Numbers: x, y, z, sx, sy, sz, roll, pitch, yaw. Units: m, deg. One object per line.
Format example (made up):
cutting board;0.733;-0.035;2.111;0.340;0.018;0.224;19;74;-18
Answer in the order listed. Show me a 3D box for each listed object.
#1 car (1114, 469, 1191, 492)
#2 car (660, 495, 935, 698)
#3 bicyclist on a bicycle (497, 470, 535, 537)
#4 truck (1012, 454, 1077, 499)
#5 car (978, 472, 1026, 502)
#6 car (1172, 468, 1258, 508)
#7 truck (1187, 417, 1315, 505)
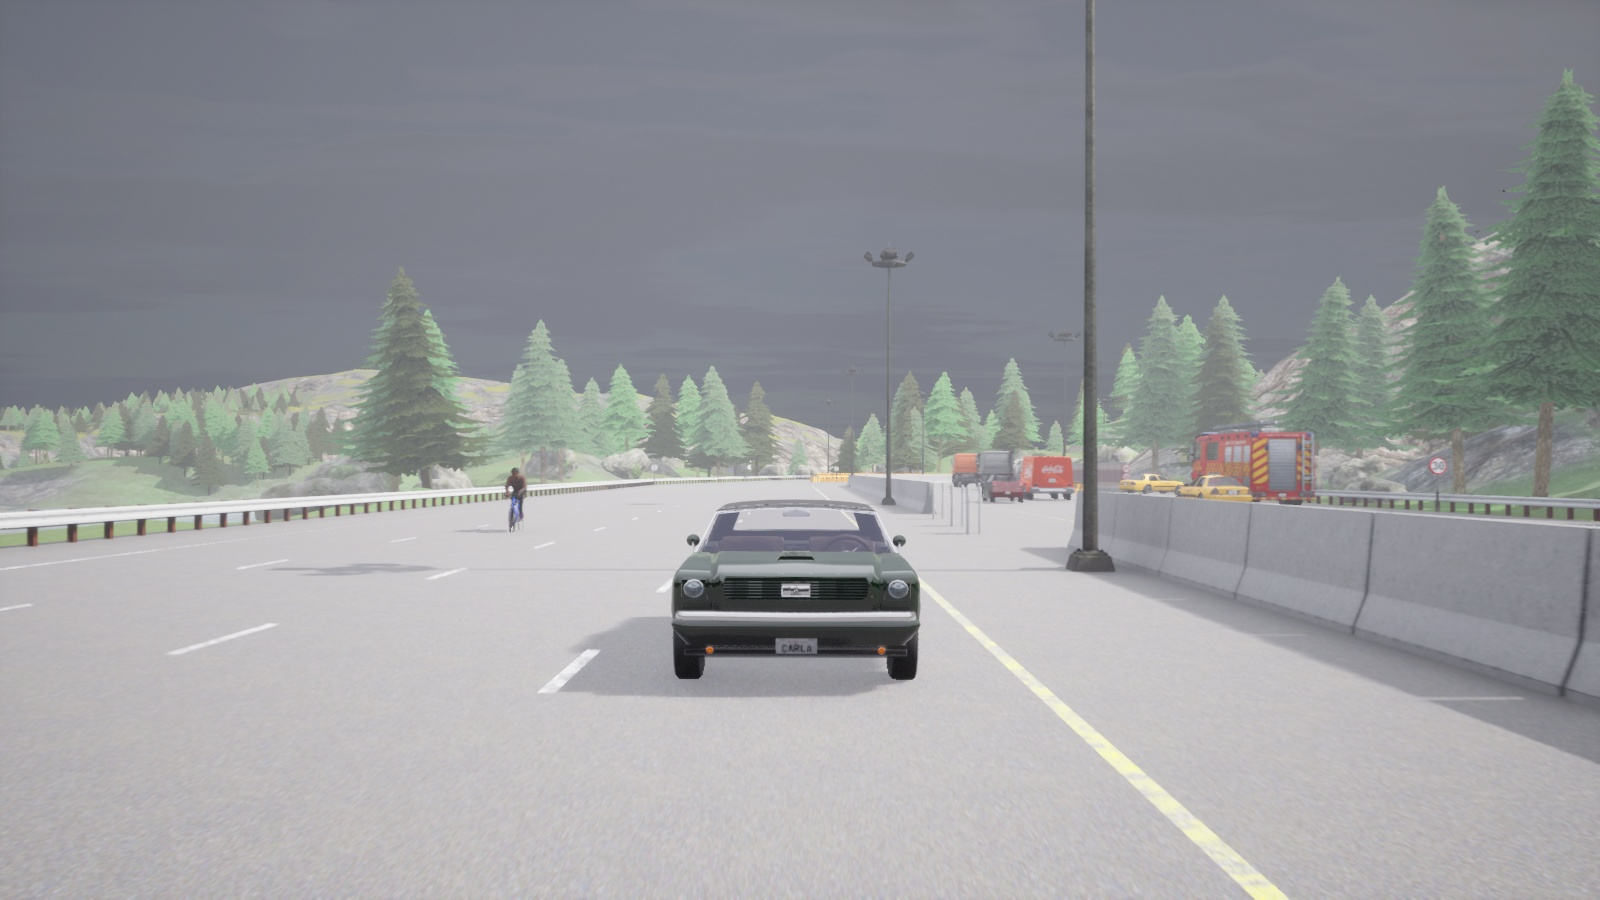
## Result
car;25.098;2.148;89.353;5.366;1.575;1.801;0;-1;-25
car;-0.025;1.100;11.044;1.895;1.301;4.718;0;-1;0
bicyclist on a bicycle;-7.073;1.320;31.320;0.582;1.620;1.656;0;-1;0
truck;13.831;1.472;71.380;2.627;2.467;5.204;0;-1;0
car;10.349;1.868;64.516;1.845;1.501;3.633;0;-1;0
car;17.376;1.567;52.825;1.801;1.575;5.366;0;-1;0
truck;20.857;0.549;58.698;2.891;3.827;8.468;0;-1;0
